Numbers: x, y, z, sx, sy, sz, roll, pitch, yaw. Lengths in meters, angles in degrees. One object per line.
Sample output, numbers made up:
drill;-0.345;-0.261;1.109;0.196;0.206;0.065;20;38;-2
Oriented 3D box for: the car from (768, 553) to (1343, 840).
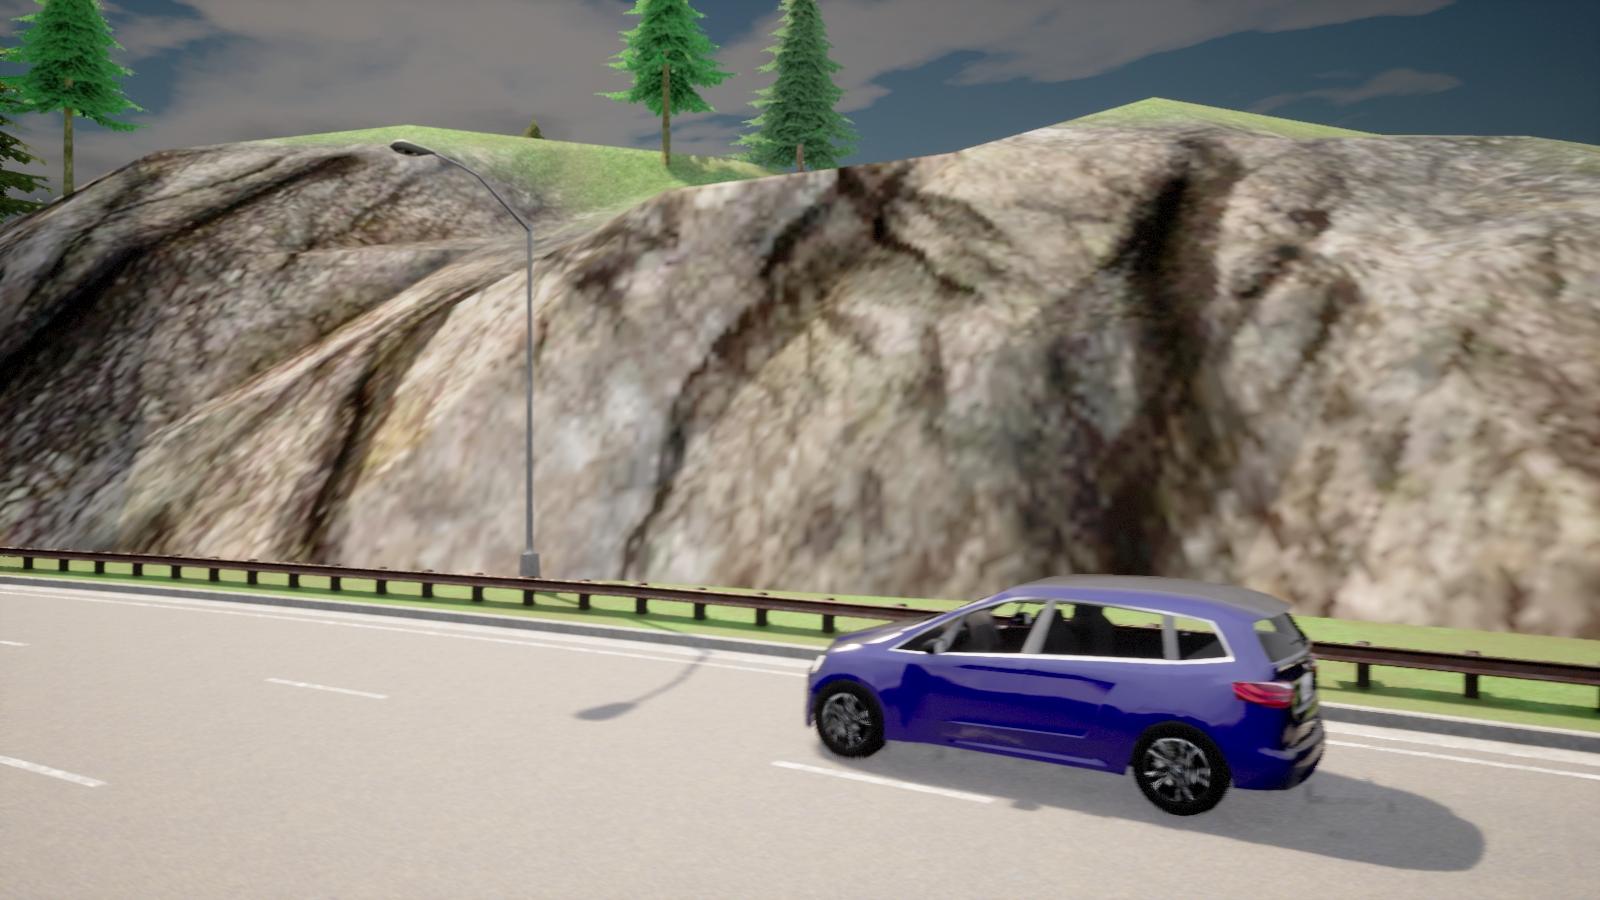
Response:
car;2.248;1.967;10.401;4.611;1.667;2.242;0;0;33
